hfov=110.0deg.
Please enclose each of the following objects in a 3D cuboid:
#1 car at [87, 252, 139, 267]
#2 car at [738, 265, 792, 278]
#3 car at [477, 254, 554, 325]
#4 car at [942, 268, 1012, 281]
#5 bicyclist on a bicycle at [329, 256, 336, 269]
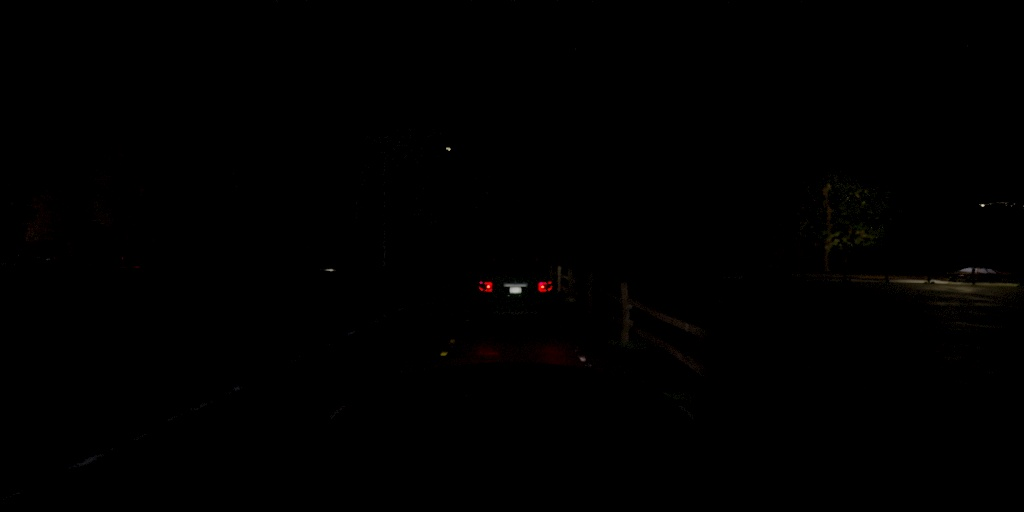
[{"bbox_3d":[-46.679,0.282,41.994,4.553,1.767,2.097,1,0,3],"label":"car"},{"bbox_3d":[27.423,1.679,39.010,4.718,1.301,1.895,1,0,2],"label":"car"},{"bbox_3d":[0.094,0.948,11.906,2.150,2.045,5.566,0,1,0],"label":"car"},{"bbox_3d":[49.276,1.943,38.016,5.357,1.411,2.033,1,0,2],"label":"car"},{"bbox_3d":[-22.013,0.766,44.066,0.582,1.620,1.656,1,0,2],"label":"bicyclist on a bicycle"}]
